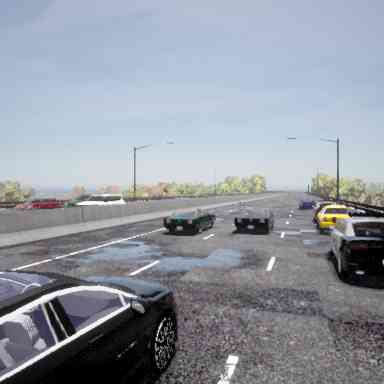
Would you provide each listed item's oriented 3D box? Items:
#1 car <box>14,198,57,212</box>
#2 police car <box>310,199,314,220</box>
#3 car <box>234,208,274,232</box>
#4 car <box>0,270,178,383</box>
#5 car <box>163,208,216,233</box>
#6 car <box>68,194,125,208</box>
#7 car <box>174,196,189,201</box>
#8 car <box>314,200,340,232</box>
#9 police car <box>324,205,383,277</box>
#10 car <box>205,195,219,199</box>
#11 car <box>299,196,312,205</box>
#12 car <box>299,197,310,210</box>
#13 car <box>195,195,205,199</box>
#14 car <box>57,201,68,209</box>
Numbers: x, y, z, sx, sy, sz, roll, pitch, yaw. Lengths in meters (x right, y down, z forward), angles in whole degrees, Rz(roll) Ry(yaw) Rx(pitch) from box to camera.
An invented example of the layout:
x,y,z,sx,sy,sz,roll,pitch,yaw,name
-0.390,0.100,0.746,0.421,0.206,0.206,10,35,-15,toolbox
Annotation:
x,y,z,sx,sy,sz,roll,pitch,yaw,name
-14.626,1.348,31.730,2.097,1.767,4.553,0,0,18,car
10.260,1.419,25.317,1.930,1.638,5.238,0,0,18,police car
3.873,1.597,20.052,1.895,1.301,4.718,0,0,18,car
-1.650,1.491,3.031,2.128,1.511,4.902,0,0,18,car
0.046,1.597,19.602,1.895,1.301,4.718,0,0,18,car
-8.003,1.217,29.465,2.150,2.045,5.566,0,0,18,car
-2.119,1.578,69.954,1.895,1.301,4.718,0,0,18,car
8.432,1.451,19.686,1.801,1.575,5.366,0,0,18,car
5.321,1.423,10.099,1.930,1.638,5.238,0,0,18,police car
4.629,1.541,68.087,1.994,1.385,4.181,0,0,18,car
20.509,1.530,60.310,2.033,1.411,5.357,0,0,18,car
14.878,1.553,42.922,1.994,1.385,4.181,0,0,18,car
2.129,1.336,71.707,2.097,1.767,4.553,0,0,18,car
-10.439,1.216,33.298,2.150,2.045,5.566,0,0,18,car
